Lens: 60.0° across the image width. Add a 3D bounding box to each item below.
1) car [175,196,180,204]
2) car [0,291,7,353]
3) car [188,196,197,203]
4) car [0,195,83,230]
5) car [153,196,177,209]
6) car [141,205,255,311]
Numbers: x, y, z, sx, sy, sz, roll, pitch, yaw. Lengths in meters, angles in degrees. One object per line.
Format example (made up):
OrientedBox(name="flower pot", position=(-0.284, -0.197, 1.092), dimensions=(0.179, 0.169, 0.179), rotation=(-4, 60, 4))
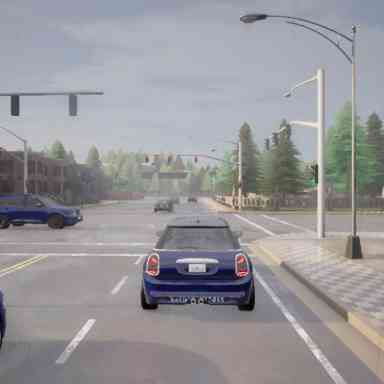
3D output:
OrientedBox(name="car", position=(-3.332, 1.547, 63.941), dimensions=(2.033, 1.411, 5.357), rotation=(0, 0, 0))
OrientedBox(name="car", position=(-3.440, 1.478, 2.501), dimensions=(1.882, 1.535, 5.008), rotation=(0, 0, 0))
OrientedBox(name="car", position=(0.067, 1.505, 68.241), dimensions=(1.837, 1.490, 4.892), rotation=(0, 0, 0))
OrientedBox(name="car", position=(-9.699, 1.219, 20.522), dimensions=(5.566, 2.045, 2.150), rotation=(0, 0, 1))
OrientedBox(name="car", position=(-3.190, 1.547, 37.576), dimensions=(2.033, 1.411, 5.357), rotation=(0, 0, 1))
OrientedBox(name="car", position=(0.162, 1.352, 7.953), dimensions=(2.097, 1.767, 4.553), rotation=(0, 0, 2))
